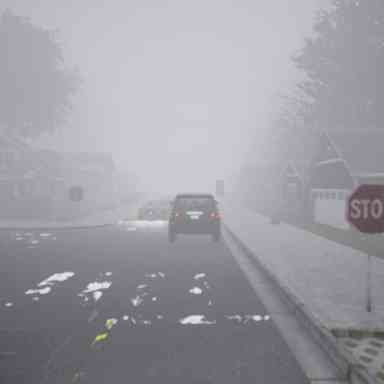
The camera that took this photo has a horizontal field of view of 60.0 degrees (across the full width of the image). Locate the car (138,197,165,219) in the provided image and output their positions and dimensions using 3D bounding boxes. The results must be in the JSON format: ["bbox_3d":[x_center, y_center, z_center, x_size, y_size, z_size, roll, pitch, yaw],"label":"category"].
[{"bbox_3d":[-2.841,1.301,25.489,1.994,1.385,4.181,0,1,3],"label":"car"}]

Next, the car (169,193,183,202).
[{"bbox_3d":[-2.757,0.930,57.094,2.128,1.511,4.902,0,0,1],"label":"car"}]

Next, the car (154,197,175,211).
[{"bbox_3d":[-2.826,1.238,35.446,1.895,1.301,4.718,0,1,0],"label":"car"}]

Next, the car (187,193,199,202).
[{"bbox_3d":[0.134,0.915,57.268,1.882,1.535,5.008,0,0,0],"label":"car"}]

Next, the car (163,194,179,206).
[{"bbox_3d":[-2.822,1.017,45.544,1.882,1.535,5.008,0,1,0],"label":"car"}]

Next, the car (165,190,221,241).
[{"bbox_3d":[0.111,1.057,15.697,2.150,2.045,5.566,0,0,0],"label":"car"}]

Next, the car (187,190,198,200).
[{"bbox_3d":[0.039,0.580,67.430,2.150,2.045,5.566,0,0,0],"label":"car"}]
